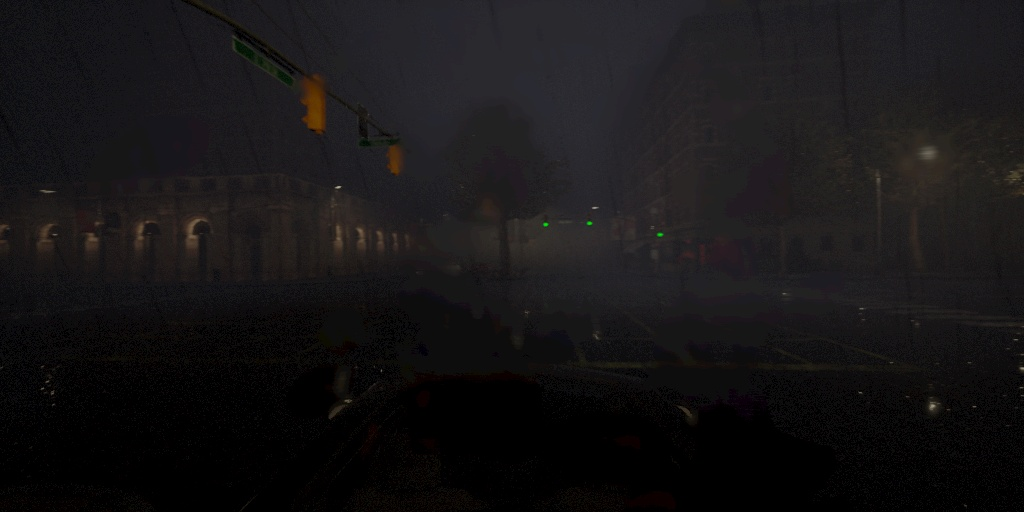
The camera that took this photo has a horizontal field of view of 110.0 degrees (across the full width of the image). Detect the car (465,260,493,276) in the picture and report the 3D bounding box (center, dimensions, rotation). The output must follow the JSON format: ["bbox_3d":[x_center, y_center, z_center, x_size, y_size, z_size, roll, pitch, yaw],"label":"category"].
[{"bbox_3d":[-3.745,1.475,41.652,1.812,1.442,4.674,-1,0,6],"label":"car"}]

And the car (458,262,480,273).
[{"bbox_3d":[-6.132,1.573,51.899,2.033,1.411,5.357,-1,0,6],"label":"car"}]

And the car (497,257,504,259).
[{"bbox_3d":[-1.654,1.197,61.031,2.150,2.045,5.566,-1,0,6],"label":"car"}]

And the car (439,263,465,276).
[{"bbox_3d":[-7.194,1.538,42.233,1.812,1.442,4.674,-1,0,6],"label":"car"}]

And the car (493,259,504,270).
[{"bbox_3d":[-2.774,1.486,50.536,1.812,1.442,4.674,-1,0,7],"label":"car"}]
